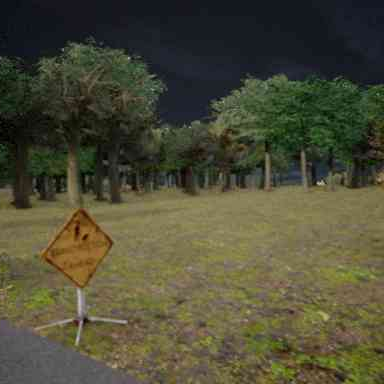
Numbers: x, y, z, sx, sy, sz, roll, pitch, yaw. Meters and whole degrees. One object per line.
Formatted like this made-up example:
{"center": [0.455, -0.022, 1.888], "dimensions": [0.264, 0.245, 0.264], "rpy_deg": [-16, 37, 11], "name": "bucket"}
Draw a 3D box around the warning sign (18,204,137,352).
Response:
{"center": [-1.728, 1.149, 5.140], "dimensions": [1.060, 1.860, 1.300], "rpy_deg": [-2, 0, 35], "name": "warning sign"}
